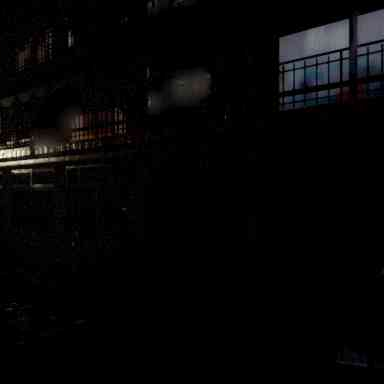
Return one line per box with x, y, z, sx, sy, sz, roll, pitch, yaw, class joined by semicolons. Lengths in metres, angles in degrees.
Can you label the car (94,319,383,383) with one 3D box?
1.071;1.582;2.110;4.206;1.307;1.802;0;0;35;car
